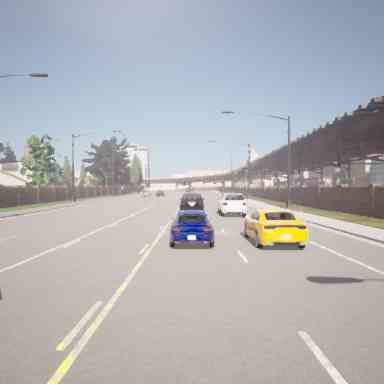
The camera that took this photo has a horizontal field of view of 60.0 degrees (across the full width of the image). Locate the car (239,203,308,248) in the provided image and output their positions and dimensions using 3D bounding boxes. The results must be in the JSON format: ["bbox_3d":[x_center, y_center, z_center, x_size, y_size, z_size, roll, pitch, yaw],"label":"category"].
[{"bbox_3d":[3.500,1.471,14.647,1.882,1.535,5.008,0,0,0],"label":"car"}]

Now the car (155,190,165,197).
[{"bbox_3d":[-7.000,0.373,74.087,1.837,1.490,4.892,0,1,0],"label":"car"}]

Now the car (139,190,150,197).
[{"bbox_3d":[-10.500,0.351,74.087,1.882,1.535,5.008,0,1,0],"label":"car"}]

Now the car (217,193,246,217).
[{"bbox_3d":[3.500,1.097,29.667,2.150,2.045,5.566,0,1,0],"label":"car"}]

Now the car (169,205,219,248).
[{"bbox_3d":[0.000,1.519,14.647,1.812,1.442,4.674,0,0,0],"label":"car"}]

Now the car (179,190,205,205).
[{"bbox_3d":[0.000,1.097,29.667,2.150,2.045,5.566,0,1,0],"label":"car"}]
